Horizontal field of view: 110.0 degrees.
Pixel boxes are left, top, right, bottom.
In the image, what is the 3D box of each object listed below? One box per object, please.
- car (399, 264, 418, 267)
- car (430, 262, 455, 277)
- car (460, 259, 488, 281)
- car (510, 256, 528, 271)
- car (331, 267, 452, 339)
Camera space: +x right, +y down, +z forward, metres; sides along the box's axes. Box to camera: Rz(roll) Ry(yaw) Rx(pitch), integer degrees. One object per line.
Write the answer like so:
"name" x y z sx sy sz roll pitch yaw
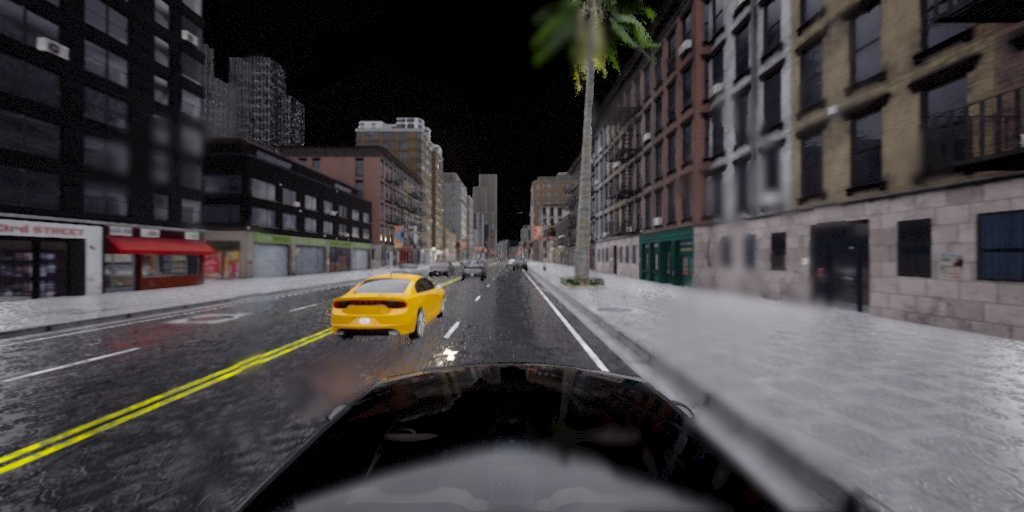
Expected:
"car" -9.836 1.395 33.255 1.895 1.301 4.718 0 0 0
"car" -6.584 1.301 34.039 1.837 1.490 4.892 0 0 0
"car" -3.143 1.282 30.690 2.128 1.511 4.902 0 0 0
"car" 1.149 1.169 50.734 2.097 1.767 4.553 0 0 0
"car" -3.148 1.239 10.146 1.882 1.535 5.008 0 0 0
